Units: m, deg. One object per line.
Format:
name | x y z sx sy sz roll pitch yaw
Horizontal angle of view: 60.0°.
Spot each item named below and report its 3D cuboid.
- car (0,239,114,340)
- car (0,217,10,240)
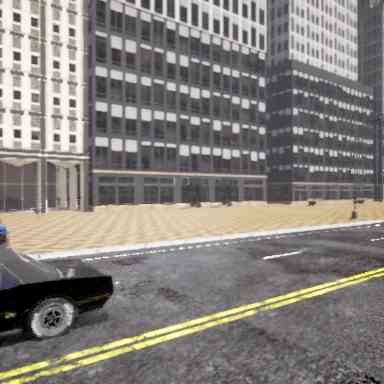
car | -3.738 1.600 5.001 4.718 1.301 1.895 0 0 -35
car | -6.818 1.220 6.799 5.566 2.045 2.150 0 0 -35
